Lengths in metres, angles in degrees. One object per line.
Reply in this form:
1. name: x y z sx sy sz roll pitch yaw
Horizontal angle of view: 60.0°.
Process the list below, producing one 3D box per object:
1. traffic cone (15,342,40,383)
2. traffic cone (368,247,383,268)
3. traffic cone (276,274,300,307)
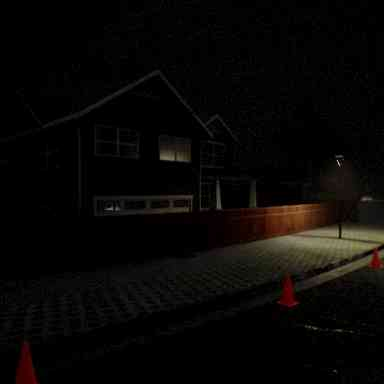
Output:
1. traffic cone: -1.837 1.955 3.672 0.340 0.580 0.340 0 0 -37
2. traffic cone: 5.516 1.953 9.978 0.340 0.580 0.340 0 0 -44
3. traffic cone: 1.937 1.954 6.711 0.340 0.580 0.340 0 0 -41
